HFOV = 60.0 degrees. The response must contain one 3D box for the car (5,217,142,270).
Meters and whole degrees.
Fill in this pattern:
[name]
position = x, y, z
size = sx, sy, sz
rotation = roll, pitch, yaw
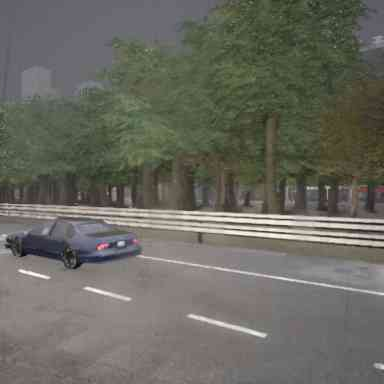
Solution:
[car]
position = -4.095, 1.551, 11.092
size = 5.357, 1.411, 2.033
rotation = 0, 0, 36
